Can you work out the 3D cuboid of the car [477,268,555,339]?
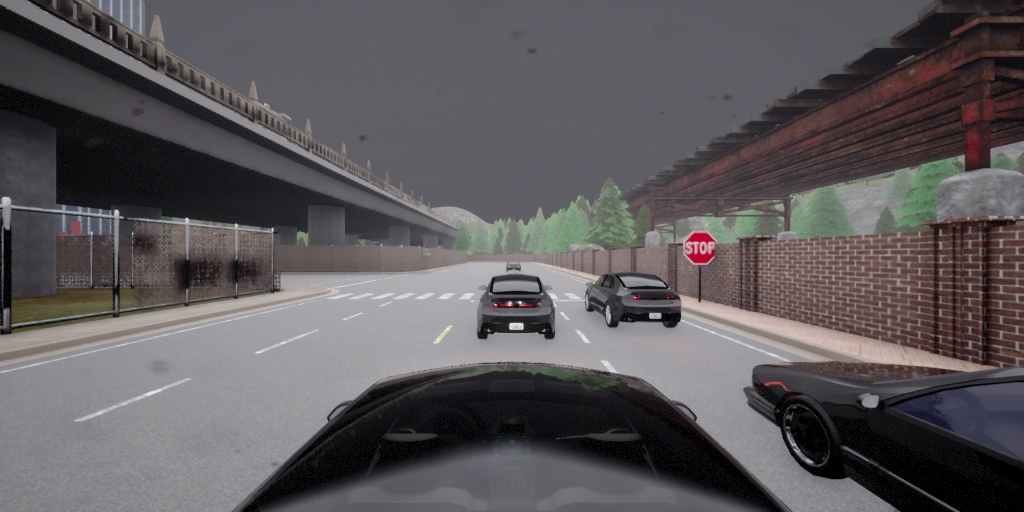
[{"bbox_3d":[0.098,1.254,10.055,1.837,1.490,4.892,0,0,0],"label":"car"}]

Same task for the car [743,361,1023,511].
[{"bbox_3d":[3.600,1.297,1.668,2.033,1.411,5.357,0,0,0],"label":"car"}]

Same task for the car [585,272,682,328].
[{"bbox_3d":[3.600,1.254,11.414,1.837,1.490,4.892,0,0,0],"label":"car"}]

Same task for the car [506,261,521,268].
[{"bbox_3d":[0.182,1.348,46.334,1.895,1.301,4.718,0,0,-1],"label":"car"}]
